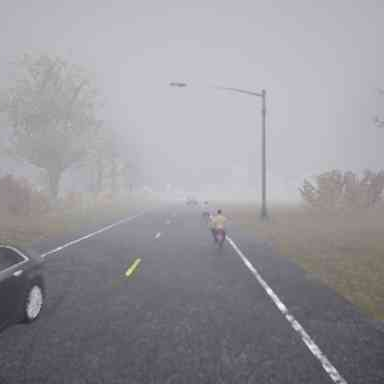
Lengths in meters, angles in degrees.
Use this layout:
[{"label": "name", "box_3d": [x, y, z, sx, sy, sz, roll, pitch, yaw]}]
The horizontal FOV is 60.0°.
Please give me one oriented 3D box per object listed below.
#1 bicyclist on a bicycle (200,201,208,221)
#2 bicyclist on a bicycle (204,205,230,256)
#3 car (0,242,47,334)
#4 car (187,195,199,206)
[{"label": "bicyclist on a bicycle", "box_3d": [0.941, 1.410, 21.449, 0.866, 1.612, 1.509, 0, 0, 0]}, {"label": "bicyclist on a bicycle", "box_3d": [0.982, 1.422, 12.035, 0.866, 1.612, 1.509, 0, 0, 0]}, {"label": "car", "box_3d": [-3.601, 1.500, 4.322, 1.837, 1.490, 4.892, 0, 0, 0]}, {"label": "car", "box_3d": [0.094, 1.525, 54.581, 1.895, 1.301, 4.718, 0, 0, 0]}]
